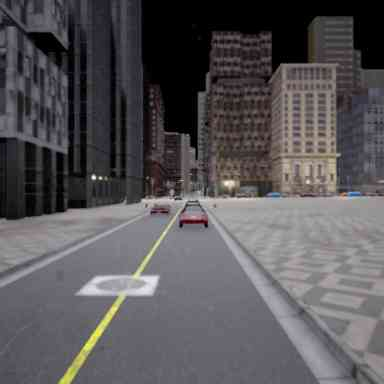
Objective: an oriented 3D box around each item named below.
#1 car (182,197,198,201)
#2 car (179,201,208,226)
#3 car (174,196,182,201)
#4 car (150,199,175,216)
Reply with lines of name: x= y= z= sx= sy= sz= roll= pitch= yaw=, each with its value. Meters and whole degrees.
car: x=0.104 y=1.547 z=43.565 sx=2.128 sy=1.511 sz=4.902 roll=0 pitch=0 yaw=0
car: x=0.103 y=1.581 z=23.300 sx=1.994 sy=1.385 sz=4.181 roll=0 pitch=0 yaw=0
car: x=-2.990 y=1.491 z=73.843 sx=1.895 sy=1.301 sz=4.718 roll=0 pitch=0 yaw=0
car: x=-3.088 y=1.636 z=33.241 sx=1.895 sy=1.301 sz=4.718 roll=0 pitch=0 yaw=0
